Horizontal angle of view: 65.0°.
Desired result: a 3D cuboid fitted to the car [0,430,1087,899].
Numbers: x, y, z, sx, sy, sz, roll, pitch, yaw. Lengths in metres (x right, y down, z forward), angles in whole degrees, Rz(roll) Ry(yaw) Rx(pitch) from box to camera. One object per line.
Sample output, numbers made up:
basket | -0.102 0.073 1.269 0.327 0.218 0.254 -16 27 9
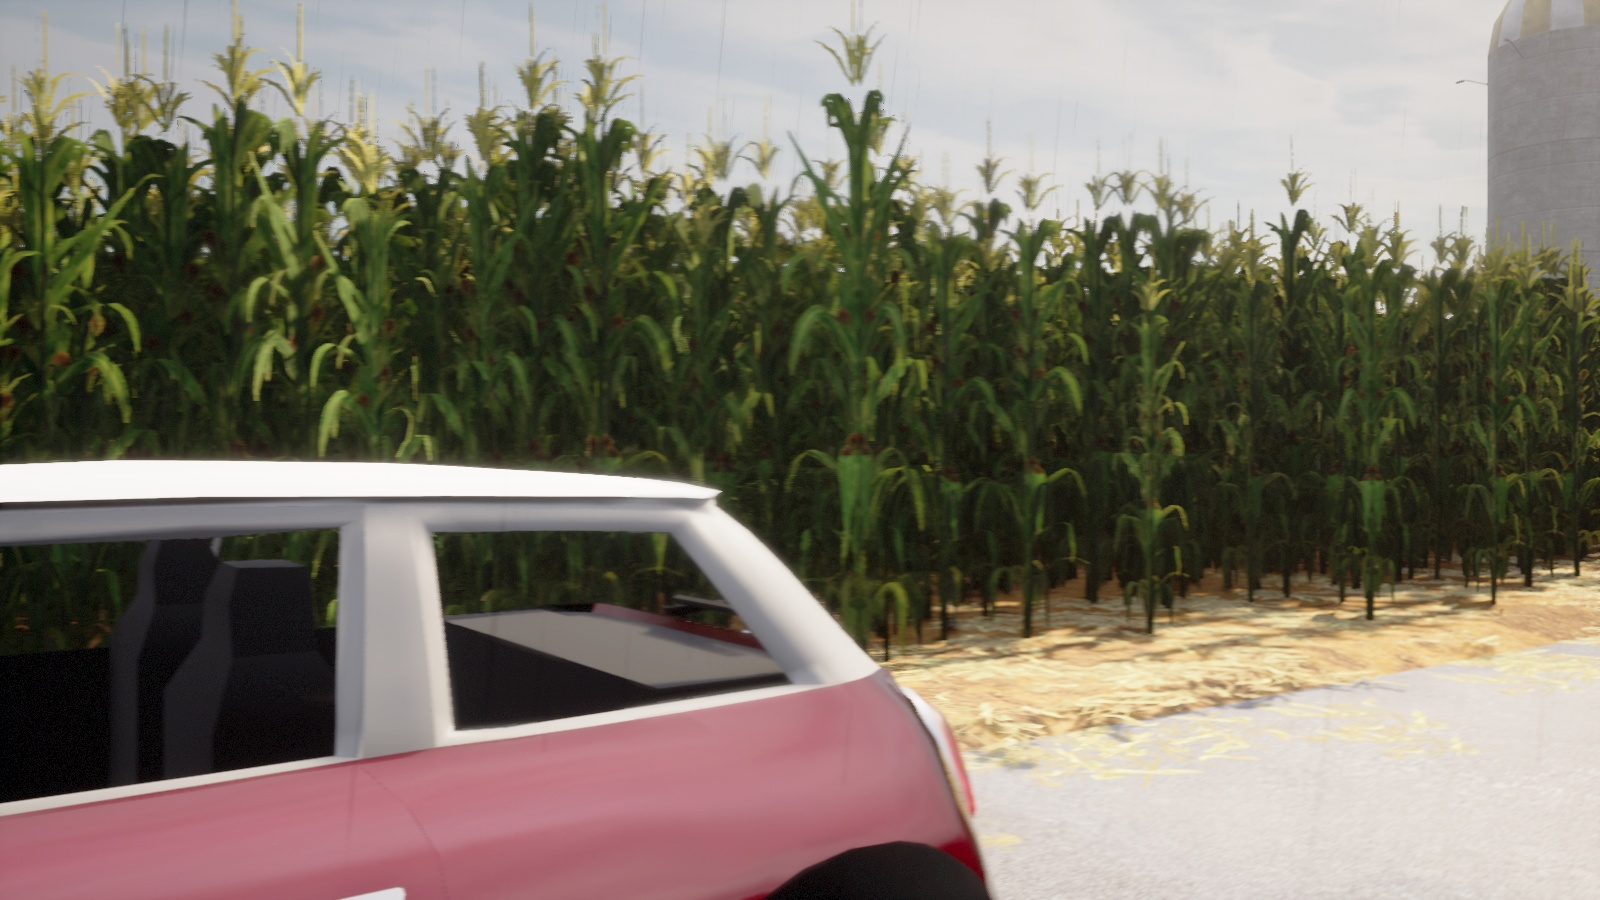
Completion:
car | -1.585 0.719 2.074 3.806 1.475 1.970 0 0 -35
